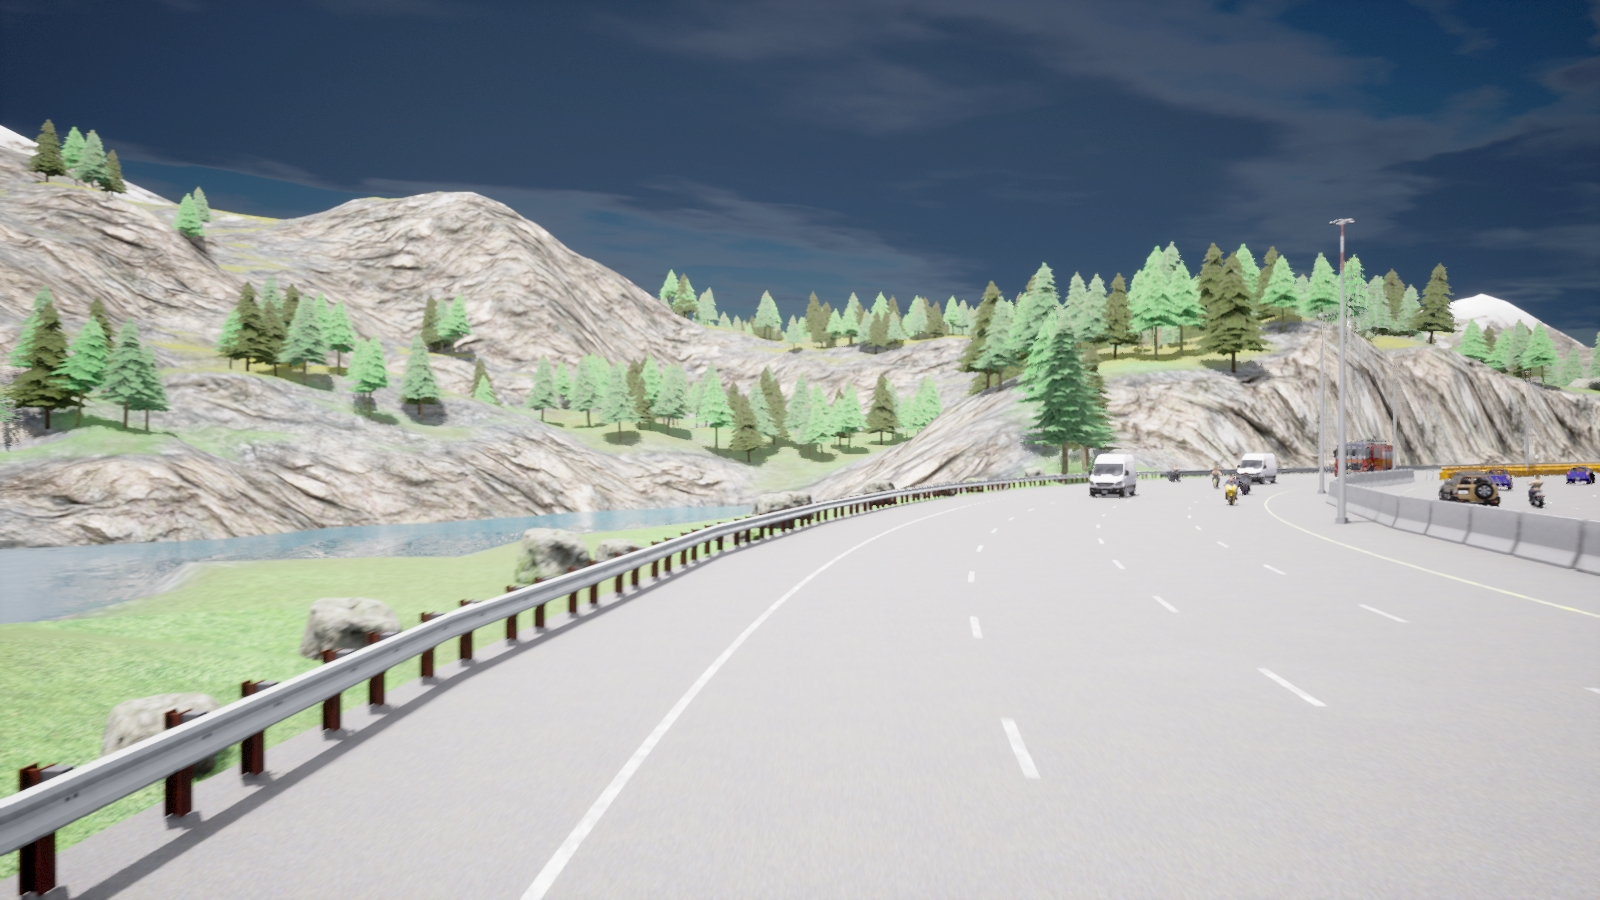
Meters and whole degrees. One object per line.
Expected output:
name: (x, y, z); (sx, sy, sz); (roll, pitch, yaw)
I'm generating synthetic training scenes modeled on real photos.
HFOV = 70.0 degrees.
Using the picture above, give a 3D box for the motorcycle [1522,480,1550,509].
motorcycle: (36.520, 2.198, 56.713); (0.764, 1.325, 2.356); (1, 0, 24)

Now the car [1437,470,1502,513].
car: (31.588, 1.909, 54.016); (1.932, 1.855, 4.605); (0, 0, 21)

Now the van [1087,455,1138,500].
van: (18.790, 1.561, 68.557); (1.988, 2.561, 5.915); (0, 0, 25)

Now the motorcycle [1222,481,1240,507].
motorcycle: (21.732, 2.208, 57.579); (0.803, 1.217, 2.033); (0, 0, 22)

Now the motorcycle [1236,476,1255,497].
motorcycle: (27.775, 2.244, 71.188); (0.867, 1.251, 2.209); (0, 0, 27)
